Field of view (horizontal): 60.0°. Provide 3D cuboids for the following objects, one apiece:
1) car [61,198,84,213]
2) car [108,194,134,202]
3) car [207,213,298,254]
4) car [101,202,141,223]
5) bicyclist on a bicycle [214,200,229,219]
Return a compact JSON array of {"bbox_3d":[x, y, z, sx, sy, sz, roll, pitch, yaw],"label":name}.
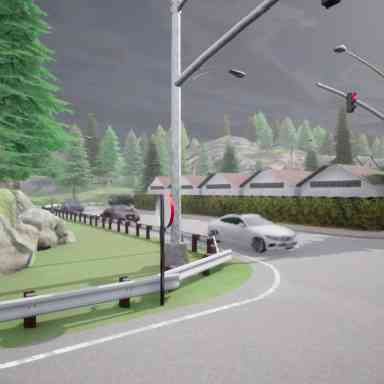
[{"bbox_3d":[-14.324,1.541,39.693,2.097,1.767,4.553,0,0,-28],"label":"car"},{"bbox_3d":[-10.955,1.398,53.198,2.150,2.045,5.566,0,0,33],"label":"car"},{"bbox_3d":[2.507,1.717,14.918,1.812,1.442,4.674,0,0,-33],"label":"car"},{"bbox_3d":[-5.816,1.755,26.988,1.994,1.385,4.181,0,0,-35],"label":"car"},{"bbox_3d":[2.525,1.494,28.091,1.656,1.620,0.582,0,0,-35],"label":"bicyclist on a bicycle"}]
